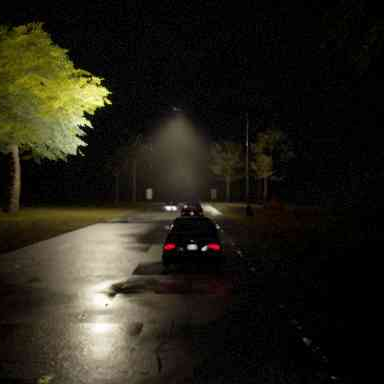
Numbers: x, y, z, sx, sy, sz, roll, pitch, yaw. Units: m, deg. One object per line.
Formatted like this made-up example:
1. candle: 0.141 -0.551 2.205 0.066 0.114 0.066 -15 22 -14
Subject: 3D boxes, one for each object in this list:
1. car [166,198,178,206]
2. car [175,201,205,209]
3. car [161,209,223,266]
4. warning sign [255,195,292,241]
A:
1. car: -3.550 1.766 59.520 2.128 1.511 4.902 0 0 1
2. car: 0.022 1.587 26.537 2.033 1.411 5.357 0 0 0
3. car: 0.023 1.545 11.505 2.033 1.411 5.357 0 0 0
4. warning sign: 3.578 1.117 14.665 1.300 1.860 1.060 2 2 0
